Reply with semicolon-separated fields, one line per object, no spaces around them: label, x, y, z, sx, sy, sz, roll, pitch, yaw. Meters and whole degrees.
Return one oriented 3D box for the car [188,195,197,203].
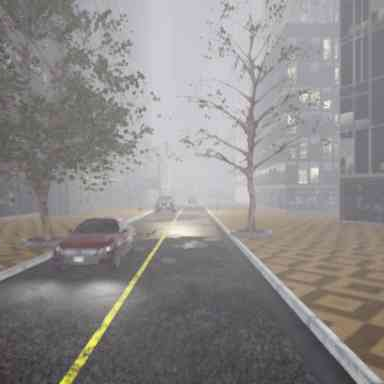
car;0.041;1.683;80.787;2.150;2.045;5.566;0;0;0

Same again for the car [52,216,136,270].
car;-3.082;1.595;11.399;1.812;1.442;4.674;0;0;0

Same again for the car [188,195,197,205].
car;0.035;1.975;70.340;1.837;1.490;4.892;0;0;0

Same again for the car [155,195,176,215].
car;-2.981;1.381;38.521;2.150;2.045;5.566;0;0;0
